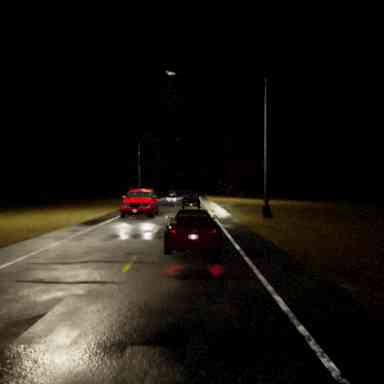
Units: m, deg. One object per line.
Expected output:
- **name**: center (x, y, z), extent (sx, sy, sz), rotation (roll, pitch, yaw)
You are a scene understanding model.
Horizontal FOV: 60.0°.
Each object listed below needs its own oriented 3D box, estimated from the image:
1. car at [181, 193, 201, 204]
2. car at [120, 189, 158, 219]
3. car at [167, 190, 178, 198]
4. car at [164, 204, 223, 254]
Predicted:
- **car**: center (-0.092, 0.904, 35.048), extent (1.837, 1.490, 4.892), rotation (0, 1, 0)
- **car**: center (-3.728, 0.803, 24.300), extent (2.150, 2.045, 5.566), rotation (0, 1, 0)
- **car**: center (-3.866, 0.372, 65.882), extent (2.128, 1.511, 4.902), rotation (0, 1, 0)
- **car**: center (0.032, 1.348, 12.501), extent (1.994, 1.385, 4.181), rotation (0, 1, 0)
